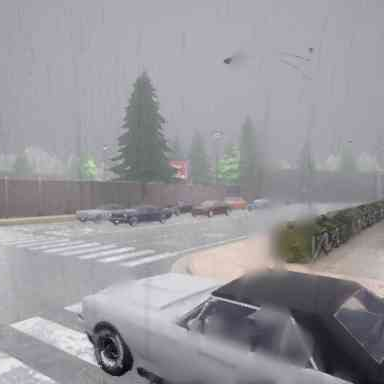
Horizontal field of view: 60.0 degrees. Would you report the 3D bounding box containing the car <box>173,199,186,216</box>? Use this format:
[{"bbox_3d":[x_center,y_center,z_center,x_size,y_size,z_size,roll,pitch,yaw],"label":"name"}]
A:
[{"bbox_3d":[-1.078,1.491,32.639,2.128,1.511,4.902,0,0,36],"label":"car"}]

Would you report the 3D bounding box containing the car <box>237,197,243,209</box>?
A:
[{"bbox_3d":[4.858,1.353,40.760,2.097,1.767,4.553,0,0,37],"label":"car"}]

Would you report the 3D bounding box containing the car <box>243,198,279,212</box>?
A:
[{"bbox_3d":[8.251,1.525,39.476,1.812,1.442,4.674,0,0,37],"label":"car"}]

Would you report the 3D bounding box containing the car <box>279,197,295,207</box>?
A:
[{"bbox_3d":[14.590,1.532,52.910,4.902,1.511,2.128,0,0,-44],"label":"car"}]

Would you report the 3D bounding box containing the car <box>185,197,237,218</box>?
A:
[{"bbox_3d":[1.873,1.477,30.750,1.882,1.535,5.008,0,0,36],"label":"car"}]

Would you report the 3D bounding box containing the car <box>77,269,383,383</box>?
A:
[{"bbox_3d":[0.735,1.601,3.769,4.718,1.301,1.895,0,0,39],"label":"car"}]

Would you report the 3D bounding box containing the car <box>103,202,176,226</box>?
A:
[{"bbox_3d":[-3.541,1.601,23.264,1.895,1.301,4.718,0,0,36],"label":"car"}]

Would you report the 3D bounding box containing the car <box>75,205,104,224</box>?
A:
[{"bbox_3d":[-6.432,1.601,25.241,1.895,1.301,4.718,0,0,36],"label":"car"}]
